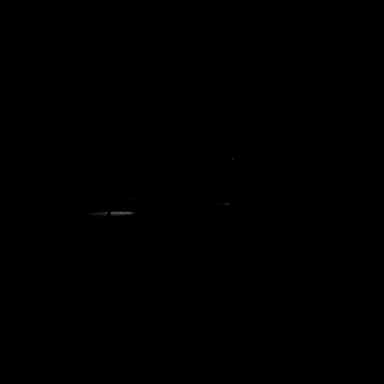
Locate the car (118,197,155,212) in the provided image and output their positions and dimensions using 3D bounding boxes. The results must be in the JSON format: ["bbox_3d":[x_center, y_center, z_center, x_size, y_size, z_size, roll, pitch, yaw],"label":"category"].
[{"bbox_3d":[-5.712,1.237,34.705,1.812,1.442,4.674,0,1,31],"label":"car"}]

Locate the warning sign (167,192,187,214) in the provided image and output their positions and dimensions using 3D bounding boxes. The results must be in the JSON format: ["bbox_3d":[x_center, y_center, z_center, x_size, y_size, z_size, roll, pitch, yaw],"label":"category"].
[{"bbox_3d":[-1.266,0.891,28.223,1.300,1.860,1.060,0,0,31],"label":"warning sign"}]

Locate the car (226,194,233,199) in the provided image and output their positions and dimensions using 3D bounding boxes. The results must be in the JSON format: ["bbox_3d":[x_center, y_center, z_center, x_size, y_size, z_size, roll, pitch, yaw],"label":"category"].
[{"bbox_3d":[7.410,1.058,55.945,2.033,1.411,5.357,0,1,32],"label":"car"}]
